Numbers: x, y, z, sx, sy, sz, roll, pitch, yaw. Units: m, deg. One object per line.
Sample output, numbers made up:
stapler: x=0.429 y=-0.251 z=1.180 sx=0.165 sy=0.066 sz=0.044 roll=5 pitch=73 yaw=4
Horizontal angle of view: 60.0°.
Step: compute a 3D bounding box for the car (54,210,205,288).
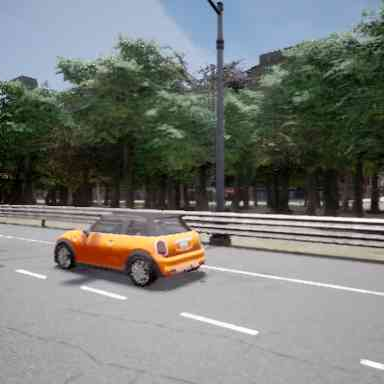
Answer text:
car: x=-1.931 y=1.360 z=9.550 sx=4.553 sy=1.767 sz=2.097 roll=0 pitch=0 yaw=36
